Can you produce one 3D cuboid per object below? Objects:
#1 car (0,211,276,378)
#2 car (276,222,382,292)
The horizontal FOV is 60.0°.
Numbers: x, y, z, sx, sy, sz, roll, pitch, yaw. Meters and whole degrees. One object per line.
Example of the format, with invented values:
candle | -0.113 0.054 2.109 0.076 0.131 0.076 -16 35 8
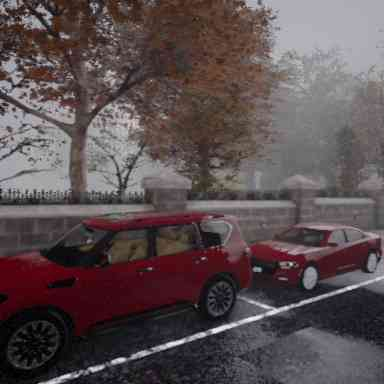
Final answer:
car | -1.146 1.309 5.722 5.009 1.841 2.192 0 1 -36
car | 3.347 1.524 8.935 4.507 1.381 1.887 0 1 -36
